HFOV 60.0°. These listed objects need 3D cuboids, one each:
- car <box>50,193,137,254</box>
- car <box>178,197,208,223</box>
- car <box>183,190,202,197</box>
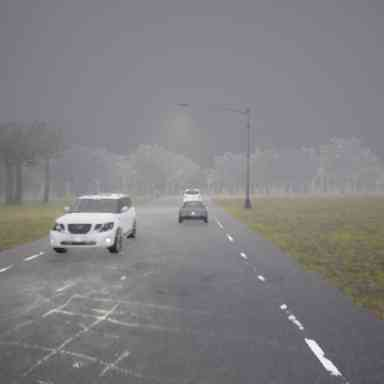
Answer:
[{"bbox_3d":[-3.592,1.098,13.270,2.150,2.045,5.566,0,1,0],"label":"car"},{"bbox_3d":[0.081,1.308,23.238,1.994,1.385,4.181,0,1,0],"label":"car"},{"bbox_3d":[0.079,0.713,41.186,2.150,2.045,5.566,0,1,0],"label":"car"}]
